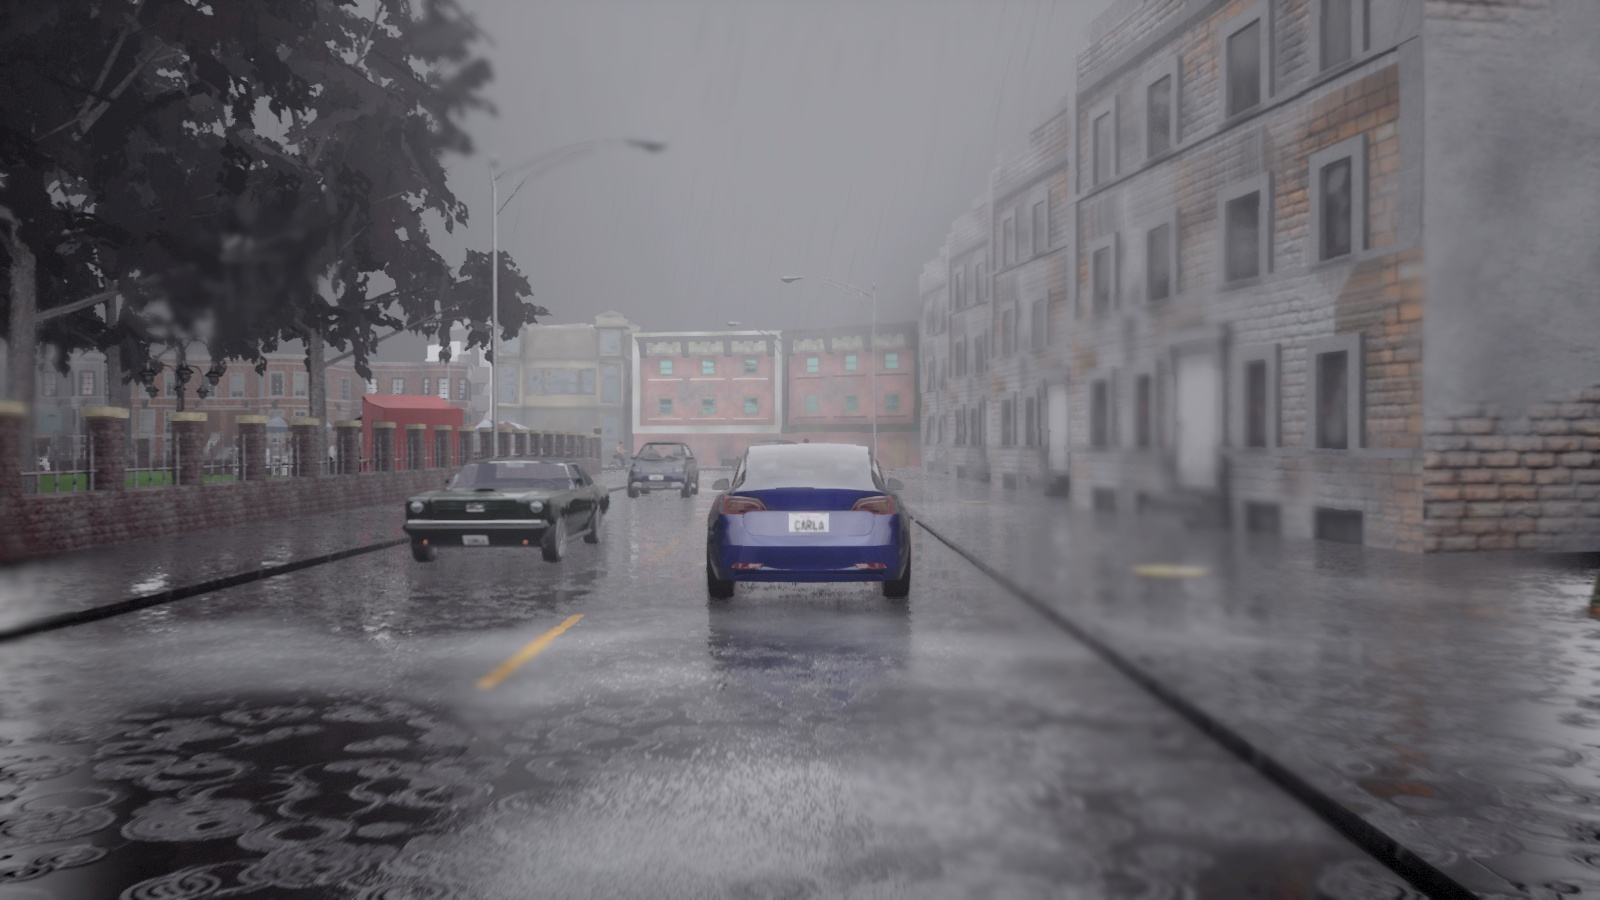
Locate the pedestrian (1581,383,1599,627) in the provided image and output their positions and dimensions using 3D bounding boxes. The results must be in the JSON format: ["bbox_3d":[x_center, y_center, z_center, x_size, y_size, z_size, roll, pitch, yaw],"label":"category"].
[{"bbox_3d":[6.290,0.414,9.345,0.431,1.840,0.703,0,0,-13],"label":"pedestrian"}]

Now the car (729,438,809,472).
[{"bbox_3d":[-1.624,0.250,63.977,2.242,1.667,4.611,0,0,-28],"label":"car"}]

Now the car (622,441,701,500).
[{"bbox_3d":[-3.814,0.535,35.188,1.789,1.549,3.705,0,0,0],"label":"car"}]

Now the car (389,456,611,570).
[{"bbox_3d":[-3.894,0.752,17.163,1.895,1.301,4.718,0,0,0],"label":"car"}]

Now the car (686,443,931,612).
[{"bbox_3d":[0.090,0.675,13.484,2.163,1.488,4.792,0,0,0],"label":"car"}]
